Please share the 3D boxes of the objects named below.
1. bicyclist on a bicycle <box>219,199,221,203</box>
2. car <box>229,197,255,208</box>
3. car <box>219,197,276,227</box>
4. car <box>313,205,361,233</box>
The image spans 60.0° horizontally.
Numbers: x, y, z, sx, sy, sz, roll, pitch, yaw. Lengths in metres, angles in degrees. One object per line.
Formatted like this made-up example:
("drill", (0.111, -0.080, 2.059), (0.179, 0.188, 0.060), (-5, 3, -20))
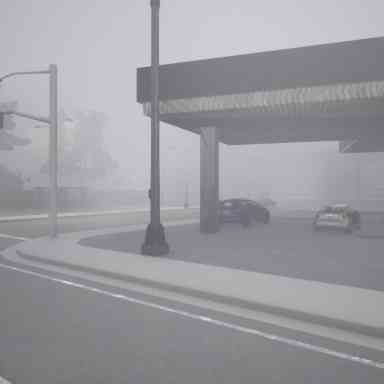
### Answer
("bicyclist on a bicycle", (2.531, 1.387, 29.695), (0.582, 1.620, 1.656), (0, -9, -36))
("car", (7.508, 1.505, 49.829), (1.837, 1.490, 4.892), (0, 0, 36))
("car", (3.411, 1.295, 22.040), (2.242, 1.667, 4.611), (0, 0, 37))
("car", (8.485, 1.456, 19.241), (1.970, 1.475, 3.806), (0, 0, 37))
